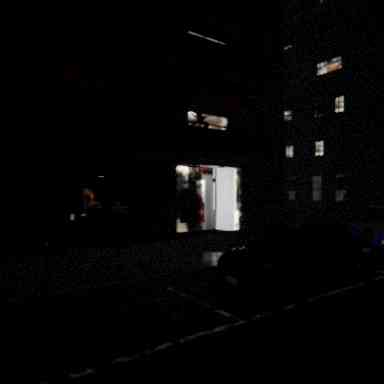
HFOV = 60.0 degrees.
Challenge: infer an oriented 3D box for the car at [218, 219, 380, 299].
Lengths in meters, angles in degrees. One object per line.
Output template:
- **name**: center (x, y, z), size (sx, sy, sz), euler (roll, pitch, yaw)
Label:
- **car**: center (2.637, 1.531, 8.430), size (4.313, 1.339, 1.947), euler (0, 1, -35)

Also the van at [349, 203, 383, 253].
- **van**: center (7.135, 1.278, 11.635), size (3.998, 1.788, 1.690), euler (0, 1, -35)
